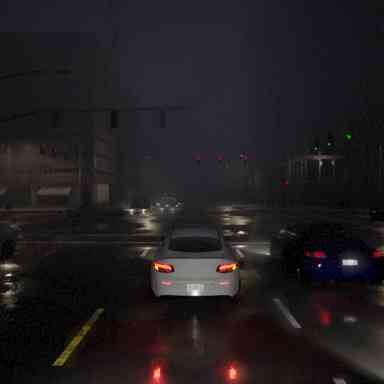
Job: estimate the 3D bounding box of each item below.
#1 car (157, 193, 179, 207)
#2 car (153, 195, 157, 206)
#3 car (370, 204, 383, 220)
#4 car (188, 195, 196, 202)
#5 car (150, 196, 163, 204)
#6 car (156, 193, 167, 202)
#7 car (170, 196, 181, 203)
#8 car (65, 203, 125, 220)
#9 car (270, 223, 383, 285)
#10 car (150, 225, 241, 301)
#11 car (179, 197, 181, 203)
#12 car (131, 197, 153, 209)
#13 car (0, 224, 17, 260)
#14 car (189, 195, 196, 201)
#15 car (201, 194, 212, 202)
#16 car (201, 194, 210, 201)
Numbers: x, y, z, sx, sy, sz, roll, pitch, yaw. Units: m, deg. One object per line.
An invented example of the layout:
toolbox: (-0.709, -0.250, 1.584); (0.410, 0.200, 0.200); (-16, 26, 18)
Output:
car: (-3.557, 1.222, 50.588); (2.150, 2.045, 5.566); (0, 0, 0)
car: (-7.053, 1.547, 55.869); (2.033, 1.411, 5.357); (0, 0, 0)
car: (16.003, 1.508, 25.527); (4.181, 1.385, 1.994); (0, 0, 0)
car: (0.047, 1.518, 77.881); (2.128, 1.511, 4.902); (0, 0, 0)
car: (-6.995, 1.564, 65.825); (1.994, 1.385, 4.181); (0, 0, 1)
car: (-6.954, 1.225, 76.516); (2.150, 2.045, 5.566); (0, 0, 0)
car: (-3.458, 1.553, 70.428); (1.994, 1.385, 4.181); (0, 0, 0)
car: (-7.964, 1.580, 27.372); (4.718, 1.301, 1.895); (0, 0, -20)
car: (3.584, 1.564, 9.538); (1.994, 1.385, 4.181); (0, 0, 0)
car: (0.075, 1.526, 8.171); (1.812, 1.442, 4.674); (0, 0, 0)
car: (-3.534, 1.478, 60.591); (1.882, 1.535, 5.008); (0, 0, 0)
car: (-7.095, 1.478, 46.105); (1.882, 1.535, 5.008); (0, 0, 1)
car: (-6.980, 1.526, 9.737); (1.812, 1.442, 4.674); (0, 0, 1)
car: (0.052, 1.493, 87.208); (1.812, 1.442, 4.674); (0, 0, 0)
car: (3.547, 1.546, 78.436); (1.994, 1.385, 4.181); (0, 0, 0)
car: (3.552, 1.316, 86.961); (2.097, 1.767, 4.553); (0, 0, 0)
